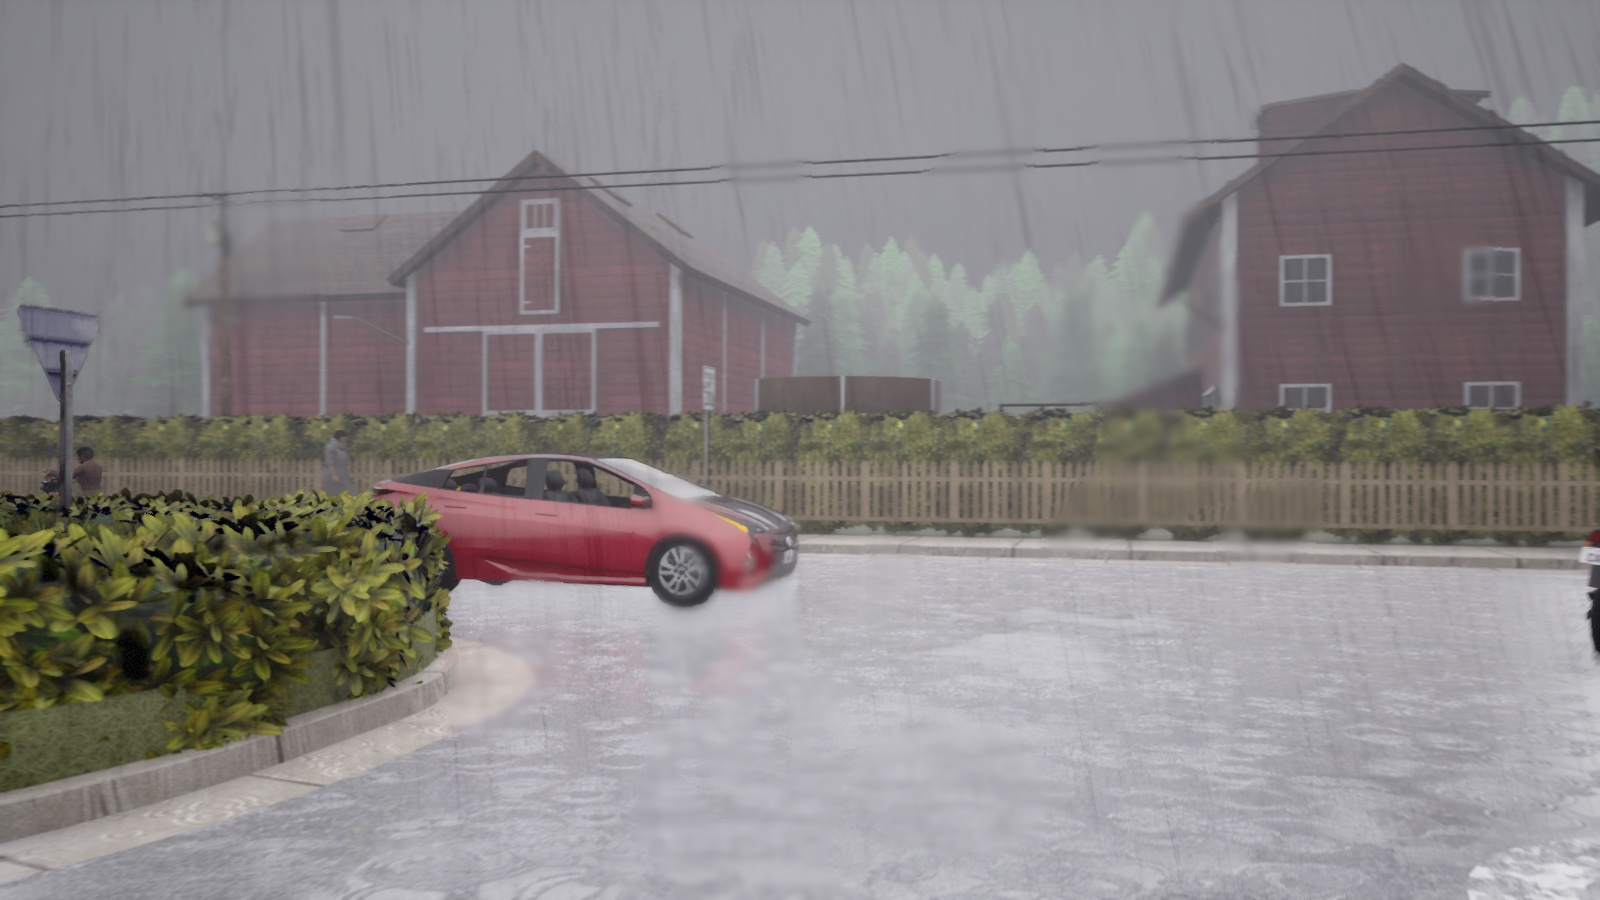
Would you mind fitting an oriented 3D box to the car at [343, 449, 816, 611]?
[{"bbox_3d":[-2.263,0.761,13.321,4.514,1.525,2.007,0,0,14],"label":"car"}]

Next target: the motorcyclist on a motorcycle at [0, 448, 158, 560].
[{"bbox_3d":[-11.083,0.810,19.169,2.350,1.649,0.766,0,0,14],"label":"motorcyclist on a motorcycle"}]

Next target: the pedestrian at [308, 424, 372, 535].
[{"bbox_3d":[-8.256,0.526,22.550,0.873,1.952,0.659,0,0,14],"label":"pedestrian"}]

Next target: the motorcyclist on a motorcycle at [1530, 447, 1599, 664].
[{"bbox_3d":[6.509,0.761,9.579,2.044,1.523,0.797,0,3,-37],"label":"motorcyclist on a motorcycle"}]
